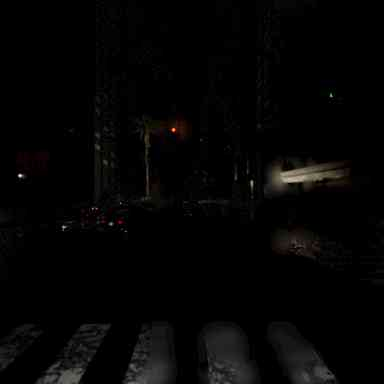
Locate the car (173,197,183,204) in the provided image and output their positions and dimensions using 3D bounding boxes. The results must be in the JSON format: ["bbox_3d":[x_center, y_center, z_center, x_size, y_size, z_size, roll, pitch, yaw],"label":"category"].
[{"bbox_3d":[-3.017,1.762,69.793,1.994,1.385,4.181,0,0,0],"label":"car"}]

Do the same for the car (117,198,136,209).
[{"bbox_3d":[-9.744,1.681,49.754,1.994,1.385,4.181,0,0,0],"label":"car"}]

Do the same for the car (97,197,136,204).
[{"bbox_3d":[-6.546,1.531,29.583,1.882,1.535,5.008,0,0,0],"label":"car"}]

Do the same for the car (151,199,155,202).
[{"bbox_3d":[-6.500,1.715,48.939,1.895,1.301,4.718,0,0,0],"label":"car"}]

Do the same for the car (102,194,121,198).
[{"bbox_3d":[-9.780,1.303,39.793,2.150,2.045,5.566,0,0,0],"label":"car"}]

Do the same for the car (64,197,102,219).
[{"bbox_3d":[-9.792,1.531,29.847,1.882,1.535,5.008,0,0,0],"label":"car"}]

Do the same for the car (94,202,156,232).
[{"bbox_3d":[-3.789,1.558,20.474,1.812,1.442,4.674,1,0,17],"label":"car"}]

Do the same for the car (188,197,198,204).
[{"bbox_3d":[0.233,1.762,69.812,1.994,1.385,4.181,0,0,0],"label":"car"}]

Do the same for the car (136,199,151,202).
[{"bbox_3d":[-6.528,1.571,39.051,2.128,1.511,4.902,0,0,0],"label":"car"}]
